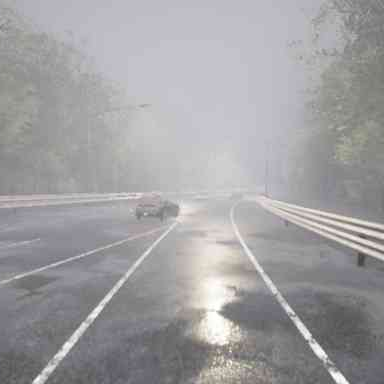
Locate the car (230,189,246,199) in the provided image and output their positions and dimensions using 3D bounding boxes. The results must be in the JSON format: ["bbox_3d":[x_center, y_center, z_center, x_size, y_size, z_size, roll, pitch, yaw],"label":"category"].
[{"bbox_3d":[8.888,0.613,65.405,2.033,1.411,5.357,1,1,15],"label":"car"}]

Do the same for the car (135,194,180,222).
[{"bbox_3d":[-2.247,1.141,22.843,2.128,1.511,4.902,1,1,15],"label":"car"}]

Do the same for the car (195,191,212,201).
[{"bbox_3d":[1.958,0.798,52.743,1.895,1.301,4.718,1,1,15],"label":"car"}]

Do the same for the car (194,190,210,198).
[{"bbox_3d":[2.118,0.444,67.178,2.128,1.511,4.902,1,1,15],"label":"car"}]
